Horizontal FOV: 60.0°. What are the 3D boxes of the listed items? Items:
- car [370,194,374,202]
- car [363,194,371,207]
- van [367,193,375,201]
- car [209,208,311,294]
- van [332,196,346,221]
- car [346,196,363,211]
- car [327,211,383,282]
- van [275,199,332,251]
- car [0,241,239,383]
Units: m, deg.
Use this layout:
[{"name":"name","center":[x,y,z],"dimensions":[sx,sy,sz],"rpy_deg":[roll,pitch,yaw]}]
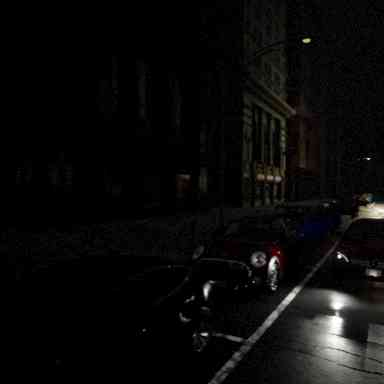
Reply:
[{"name":"car","center":[29.807,1.443,57.464],"dimensions":[1.947,1.339,4.313],"rpy_deg":[0,0,30]},{"name":"car","center":[24.164,1.431,47.705],"dimensions":[1.887,1.381,4.507],"rpy_deg":[0,0,30]},{"name":"van","center":[35.452,1.210,67.223],"dimensions":[1.690,1.788,3.998],"rpy_deg":[0,0,30]},{"name":"car","center":[1.593,1.390,8.669],"dimensions":[1.967,1.590,4.097],"rpy_deg":[1,0,30]},{"name":"van","center":[7.236,1.272,18.427],"dimensions":[1.690,1.788,3.998],"rpy_deg":[1,0,30]},{"name":"car","center":[12.879,1.228,28.185],"dimensions":[2.192,1.841,5.009],"rpy_deg":[1,0,30]},{"name":"car","center":[5.158,1.500,9.312],"dimensions":[1.812,1.442,4.674],"rpy_deg":[1,1,30]},{"name":"van","center":[4.415,1.281,13.547],"dimensions":[1.690,1.788,3.998],"rpy_deg":[1,0,30]},{"name":"car","center":[-1.230,1.527,3.790],"dimensions":[1.947,1.339,4.313],"rpy_deg":[1,0,30]}]
